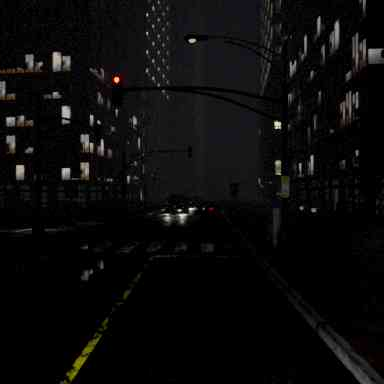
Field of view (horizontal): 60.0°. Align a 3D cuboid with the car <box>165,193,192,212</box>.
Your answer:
[{"bbox_3d":[-1.625,1.193,37.843,2.150,2.045,5.566,0,0,5],"label":"car"}]

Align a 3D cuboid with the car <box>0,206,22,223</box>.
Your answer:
[{"bbox_3d":[-16.573,1.852,27.924,4.403,1.369,2.008,-1,1,10],"label":"car"}]

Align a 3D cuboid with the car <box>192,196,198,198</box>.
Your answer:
[{"bbox_3d":[-0.729,1.433,48.035,1.882,1.535,5.008,0,0,6],"label":"car"}]

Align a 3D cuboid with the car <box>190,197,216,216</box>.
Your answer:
[{"bbox_3d":[1.272,1.525,31.824,2.033,1.411,5.357,0,0,5],"label":"car"}]
